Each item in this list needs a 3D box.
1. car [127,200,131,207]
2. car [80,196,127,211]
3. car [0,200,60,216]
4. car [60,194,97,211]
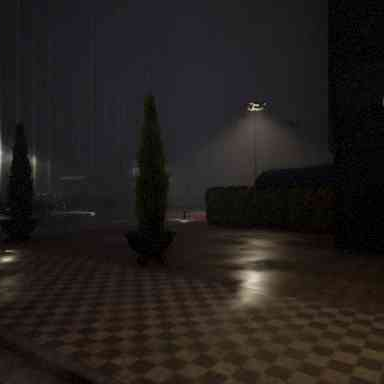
[{"bbox_3d":[-8.099,1.491,49.650,2.128,1.511,4.902,0,0,35],"label":"car"},{"bbox_3d":[-10.547,1.505,40.027,1.837,1.490,4.892,0,0,35],"label":"car"},{"bbox_3d":[-15.878,1.505,32.366,1.837,1.490,4.892,0,0,35],"label":"car"},{"bbox_3d":[-14.091,1.221,41.069,2.150,2.045,5.566,0,0,35],"label":"car"}]
